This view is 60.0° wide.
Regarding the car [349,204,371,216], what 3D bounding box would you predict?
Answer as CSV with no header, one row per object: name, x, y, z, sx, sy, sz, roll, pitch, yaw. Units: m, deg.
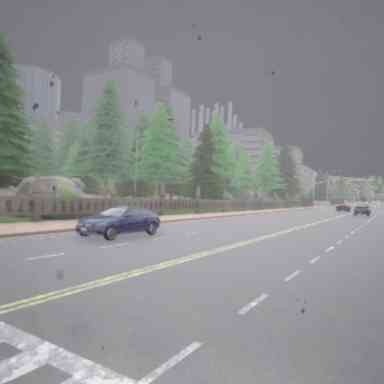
car,23.942,2.510,46.740,2.128,1.511,4.902,2,0,32

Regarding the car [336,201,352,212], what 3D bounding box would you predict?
car,25.873,2.702,56.794,1.895,1.301,4.718,2,0,32

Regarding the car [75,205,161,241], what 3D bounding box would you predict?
car,-3.375,1.385,16.110,1.812,1.442,4.674,2,0,32
